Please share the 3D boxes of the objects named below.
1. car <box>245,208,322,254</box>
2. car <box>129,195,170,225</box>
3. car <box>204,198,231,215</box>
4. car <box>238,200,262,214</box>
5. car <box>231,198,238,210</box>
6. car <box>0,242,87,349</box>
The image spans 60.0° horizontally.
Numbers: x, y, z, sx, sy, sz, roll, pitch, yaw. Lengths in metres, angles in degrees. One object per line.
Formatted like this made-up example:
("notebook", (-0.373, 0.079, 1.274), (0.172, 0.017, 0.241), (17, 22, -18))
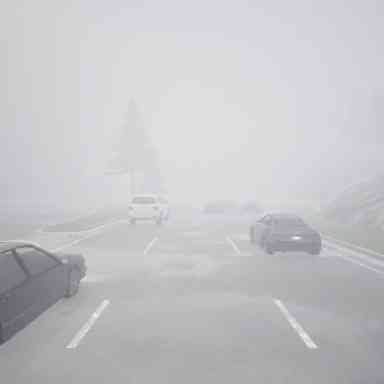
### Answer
("car", (3.608, 1.564, 13.462), (1.994, 1.385, 4.181), (0, 0, 0))
("car", (-3.028, 1.223, 24.456), (2.150, 2.045, 5.566), (0, 0, 5))
("car", (2.523, 1.526, 34.147), (1.812, 1.442, 4.674), (0, 0, 15))
("car", (6.259, 1.526, 34.792), (1.812, 1.442, 4.674), (0, 0, 16))
("car", (5.283, 1.526, 44.114), (1.812, 1.442, 4.674), (0, 0, 16))
("car", (-3.400, 1.547, 5.415), (2.033, 1.411, 5.357), (0, 0, 0))
